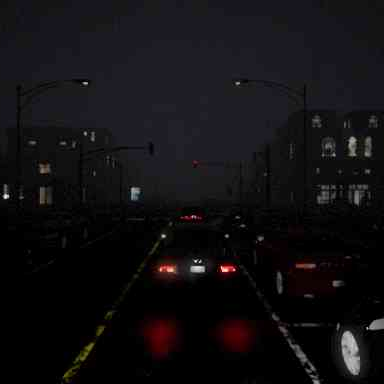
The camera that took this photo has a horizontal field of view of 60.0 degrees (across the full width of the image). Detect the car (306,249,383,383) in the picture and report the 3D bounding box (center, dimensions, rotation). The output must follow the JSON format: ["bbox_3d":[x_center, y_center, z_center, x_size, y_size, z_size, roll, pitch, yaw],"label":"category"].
[{"bbox_3d":[2.694,1.551,2.628,2.008,1.369,4.403,0,0,0],"label":"car"}]

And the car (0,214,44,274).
[{"bbox_3d":[-5.688,1.440,8.333,1.967,1.590,4.097,0,0,0],"label":"car"}]

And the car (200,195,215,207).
[{"bbox_3d":[2.672,1.565,52.094,1.947,1.339,4.313,0,0,0],"label":"car"}]

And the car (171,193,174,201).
[{"bbox_3d":[-5.717,1.442,74.191,1.967,1.590,4.097,0,0,0],"label":"car"}]

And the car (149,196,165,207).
[{"bbox_3d":[-5.708,1.582,52.103,1.802,1.307,4.206,0,0,0],"label":"car"}]

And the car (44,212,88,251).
[{"bbox_3d":[-5.692,1.550,14.025,2.008,1.369,4.403,0,0,0],"label":"car"}]

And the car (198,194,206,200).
[{"bbox_3d":[2.656,1.446,90.747,1.967,1.590,4.097,0,0,0],"label":"car"}]

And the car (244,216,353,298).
[{"bbox_3d":[2.691,1.544,8.320,1.887,1.381,4.507,0,0,0],"label":"car"}]

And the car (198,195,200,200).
[{"bbox_3d":[2.668,1.582,63.136,1.802,1.307,4.206,0,0,0],"label":"car"}]

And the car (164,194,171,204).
[{"bbox_3d":[-5.713,1.551,63.147,2.008,1.369,4.403,0,0,0],"label":"car"}]

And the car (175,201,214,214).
[{"bbox_3d":[0.092,1.504,19.499,1.837,1.490,4.892,0,0,0],"label":"car"}]

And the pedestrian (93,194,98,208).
[{"bbox_3d":[-12.569,1.129,43.234,0.375,1.860,0.375,0,-1,1],"label":"pedestrian"}]

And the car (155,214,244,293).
[{"bbox_3d":[0.097,1.547,8.978,2.033,1.411,5.357,0,0,0],"label":"car"}]

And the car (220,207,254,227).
[{"bbox_3d":[2.687,1.550,19.704,2.008,1.369,4.403,0,0,0],"label":"car"}]

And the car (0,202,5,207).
[{"bbox_3d":[-25.468,1.442,40.483,4.829,1.417,1.752,0,-1,1],"label":"car"}]
